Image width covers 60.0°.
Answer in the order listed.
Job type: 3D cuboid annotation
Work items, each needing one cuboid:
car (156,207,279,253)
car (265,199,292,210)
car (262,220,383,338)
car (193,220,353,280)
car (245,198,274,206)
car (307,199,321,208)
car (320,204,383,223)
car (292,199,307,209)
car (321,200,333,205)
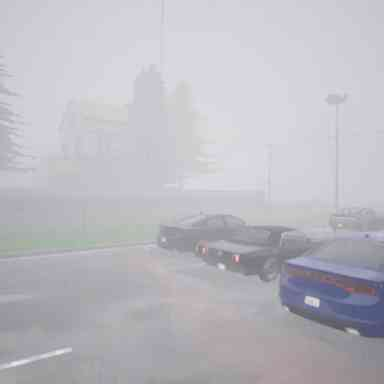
[{"bbox_3d":[1.023,1.543,13.098,5.008,1.535,1.882,0,0,-36],"label":"car"},{"bbox_3d":[11.235,1.884,47.194,1.895,1.301,4.718,1,0,-36],"label":"car"},{"bbox_3d":[3.856,1.530,6.524,5.008,1.535,1.882,0,0,-35],"label":"car"},{"bbox_3d":[2.578,1.661,9.902,4.718,1.301,1.895,1,0,-36],"label":"car"},{"bbox_3d":[12.763,1.912,63.033,2.033,1.411,5.357,1,0,-36],"label":"car"},{"bbox_3d":[16.839,1.842,51.399,1.837,1.490,4.892,1,0,-36],"label":"car"},{"bbox_3d":[10.048,1.643,19.552,4.902,1.511,2.128,0,0,-36],"label":"car"},{"bbox_3d":[13.981,1.802,49.375,2.128,1.511,4.902,1,0,-36],"label":"car"},{"bbox_3d":[20.210,1.890,52.716,1.812,1.442,4.674,1,0,-36],"label":"car"}]
